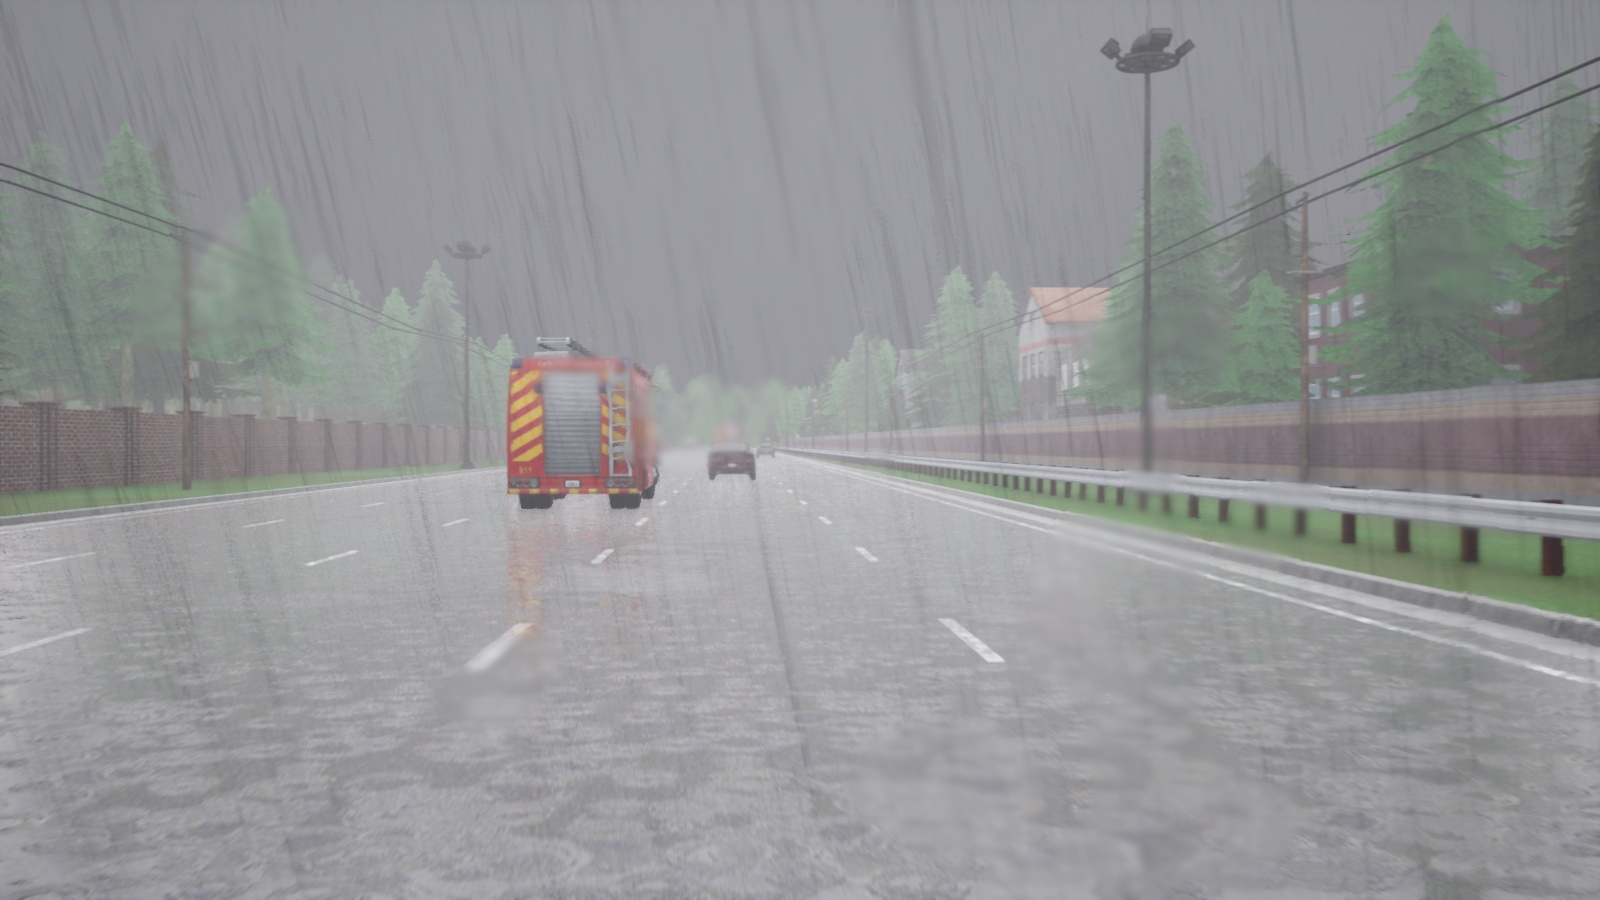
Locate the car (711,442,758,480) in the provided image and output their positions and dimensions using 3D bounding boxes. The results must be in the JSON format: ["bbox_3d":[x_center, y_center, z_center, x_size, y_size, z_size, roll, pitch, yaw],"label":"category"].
[{"bbox_3d":[-2.731,0.426,52.434,1.882,1.535,5.008,0,0,-3],"label":"car"}]

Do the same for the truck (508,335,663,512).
[{"bbox_3d":[-5.127,-0.599,31.560,2.891,3.827,8.468,0,0,-3],"label":"truck"}]
